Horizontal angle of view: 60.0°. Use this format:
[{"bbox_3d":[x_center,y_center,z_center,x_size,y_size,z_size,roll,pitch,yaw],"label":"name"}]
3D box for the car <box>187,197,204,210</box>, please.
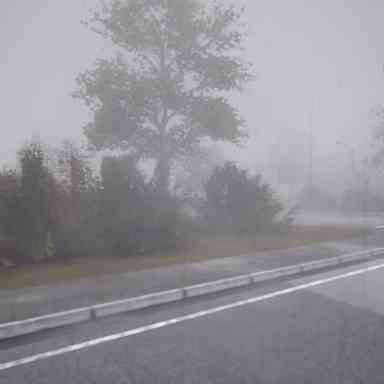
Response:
[{"bbox_3d":[-0.311,1.792,52.541,5.566,2.045,2.150,-1,-1,41],"label":"car"}]
